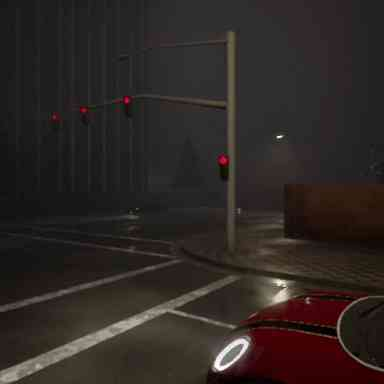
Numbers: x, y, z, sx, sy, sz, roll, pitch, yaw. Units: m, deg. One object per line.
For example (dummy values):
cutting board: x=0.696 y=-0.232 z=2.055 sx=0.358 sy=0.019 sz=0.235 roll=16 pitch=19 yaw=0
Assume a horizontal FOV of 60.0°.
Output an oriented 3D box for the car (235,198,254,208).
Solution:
car: x=7.382 y=1.616 z=49.237 sx=1.895 sy=1.301 sz=4.718 roll=0 pitch=0 yaw=35

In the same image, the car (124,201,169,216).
car: x=-4.403 y=1.612 z=32.736 sx=1.895 sy=1.301 sz=4.718 roll=0 pitch=0 yaw=35

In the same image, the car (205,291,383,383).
car: x=2.303 y=1.352 z=2.315 sx=4.553 sy=1.767 sz=2.097 roll=0 pitch=0 yaw=36
